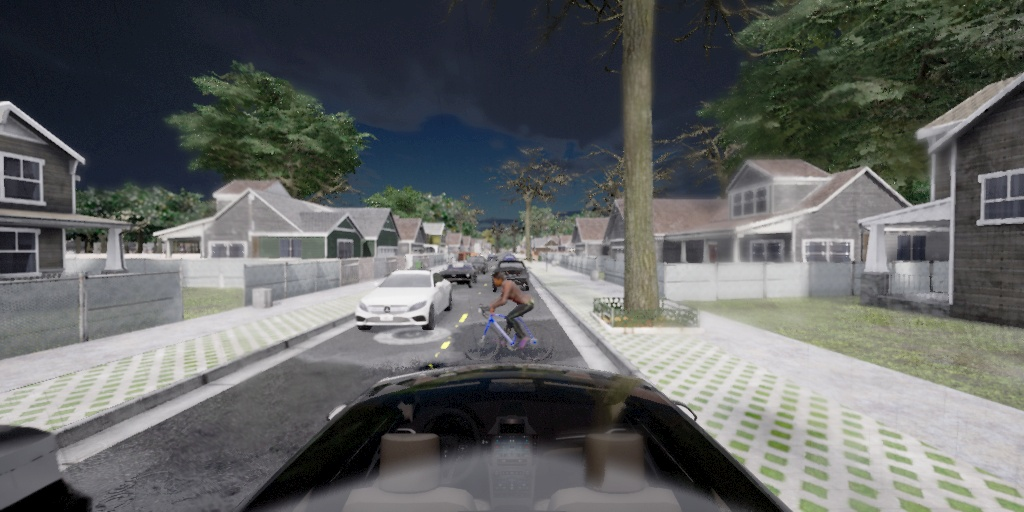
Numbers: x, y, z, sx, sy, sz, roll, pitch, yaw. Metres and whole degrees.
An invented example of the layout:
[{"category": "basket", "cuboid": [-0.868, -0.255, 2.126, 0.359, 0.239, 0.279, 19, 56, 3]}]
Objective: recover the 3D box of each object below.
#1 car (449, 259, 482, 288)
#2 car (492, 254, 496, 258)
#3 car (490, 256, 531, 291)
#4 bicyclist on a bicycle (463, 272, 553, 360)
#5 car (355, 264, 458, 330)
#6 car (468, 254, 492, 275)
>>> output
[{"category": "car", "cuboid": [-3.000, 1.040, 20.545, 1.895, 1.301, 4.718, 0, 1, 0]}, {"category": "car", "cuboid": [-3.326, 0.320, 60.851, 2.033, 1.411, 5.357, 0, 1, 0]}, {"category": "car", "cuboid": [-0.049, 0.965, 19.248, 1.837, 1.490, 4.892, 0, 1, 0]}, {"category": "bicyclist on a bicycle", "cuboid": [-0.073, 1.107, 6.485, 1.656, 1.620, 0.582, 0, 1, -1]}, {"category": "car", "cuboid": [-2.923, 1.128, 10.620, 1.812, 1.442, 4.674, 0, 1, -1]}, {"category": "car", "cuboid": [-3.047, 0.773, 30.881, 1.837, 1.490, 4.892, 0, 1, 0]}]
